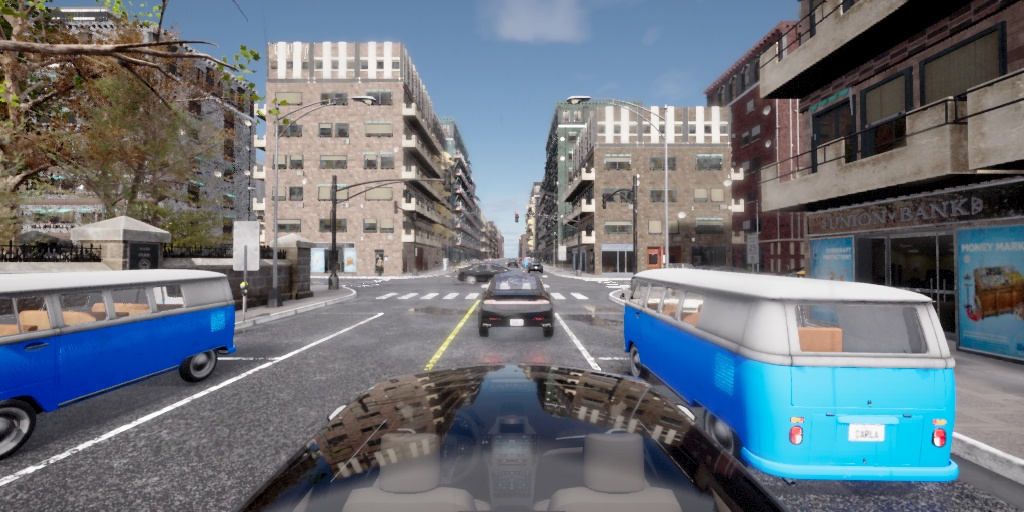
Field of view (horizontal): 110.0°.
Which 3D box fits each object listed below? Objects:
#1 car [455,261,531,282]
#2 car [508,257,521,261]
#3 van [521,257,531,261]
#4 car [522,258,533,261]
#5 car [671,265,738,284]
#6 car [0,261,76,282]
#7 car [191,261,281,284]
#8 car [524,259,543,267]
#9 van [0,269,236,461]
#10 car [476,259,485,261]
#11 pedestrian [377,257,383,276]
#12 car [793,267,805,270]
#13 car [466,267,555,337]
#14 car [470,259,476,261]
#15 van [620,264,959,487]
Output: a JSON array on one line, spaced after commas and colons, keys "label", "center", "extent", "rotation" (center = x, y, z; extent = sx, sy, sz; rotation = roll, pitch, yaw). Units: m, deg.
[{"label": "car", "center": [-1.356, 1.263, 25.041], "extent": [4.892, 1.490, 1.837], "rotation": [0, 0, 1]}, {"label": "car", "center": [0.146, 1.299, 63.048], "extent": [1.812, 1.442, 4.674], "rotation": [0, 0, 0]}, {"label": "van", "center": [2.734, 1.112, 59.422], "extent": [1.690, 1.789, 3.998], "rotation": [0, 0, 0]}, {"label": "car", "center": [2.725, 1.317, 48.138], "extent": [2.007, 1.370, 4.403], "rotation": [0, 0, 0]}, {"label": "car", "center": [14.973, 1.443, 28.062], "extent": [4.181, 1.385, 1.994], "rotation": [0, -1, 1]}, {"label": "car", "center": [-34.921, 1.095, 25.491], "extent": [5.357, 1.411, 2.033], "rotation": [0, -1, 1]}, {"label": "car", "center": [-19.381, 1.135, 25.294], "extent": [4.892, 1.490, 1.837], "rotation": [1, -1, 1]}, {"label": "car", "center": [2.721, 1.330, 42.495], "extent": [1.948, 1.339, 4.313], "rotation": [0, 0, 0]}, {"label": "van", "center": [-5.654, 1.091, 4.556], "extent": [1.690, 1.789, 3.998], "rotation": [0, 0, 0]}, {"label": "car", "center": [-5.652, 1.208, 53.786], "extent": [1.967, 1.591, 4.097], "rotation": [0, 0, 0]}, {"label": "pedestrian", "center": [-12.515, 0.967, 33.948], "extent": [0.375, 1.860, 0.375], "rotation": [0, -1, 1]}, {"label": "car", "center": [25.030, 1.414, 27.934], "extent": [5.008, 1.535, 1.882], "rotation": [0, -1, 1]}, {"label": "car", "center": [0.106, 1.244, 10.280], "extent": [2.128, 1.511, 4.902], "rotation": [0, 0, 0]}, {"label": "car", "center": [-5.659, 1.289, 42.331], "extent": [1.751, 1.417, 4.829], "rotation": [0, 0, 0]}, {"label": "van", "center": [2.661, 1.092, 4.549], "extent": [1.690, 1.789, 3.998], "rotation": [0, 0, 0]}]
